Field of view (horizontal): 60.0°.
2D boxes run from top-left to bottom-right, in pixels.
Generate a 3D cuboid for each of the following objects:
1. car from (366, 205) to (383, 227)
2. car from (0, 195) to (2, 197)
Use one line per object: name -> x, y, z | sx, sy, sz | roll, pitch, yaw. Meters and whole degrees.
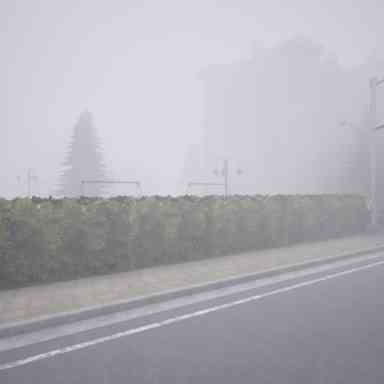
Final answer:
car -> 11.373, 1.548, 22.071 | 1.994, 1.385, 4.181 | 0, 0, -37
car -> -40.266, 1.374, 67.273 | 3.633, 1.501, 1.845 | 0, 0, -37
